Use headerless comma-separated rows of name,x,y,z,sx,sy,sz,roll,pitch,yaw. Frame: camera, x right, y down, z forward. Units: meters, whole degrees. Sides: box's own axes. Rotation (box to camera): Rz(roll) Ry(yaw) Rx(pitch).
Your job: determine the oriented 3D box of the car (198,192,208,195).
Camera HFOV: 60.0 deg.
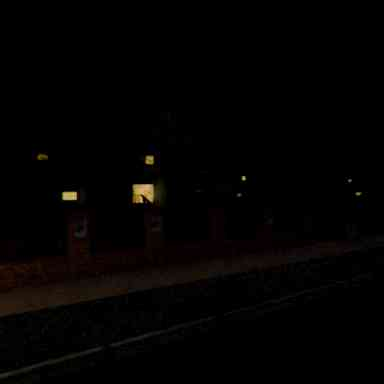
car,1.135,0.753,56.048,2.128,1.511,4.902,-1,2,-35
